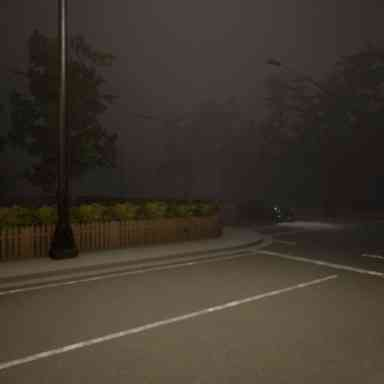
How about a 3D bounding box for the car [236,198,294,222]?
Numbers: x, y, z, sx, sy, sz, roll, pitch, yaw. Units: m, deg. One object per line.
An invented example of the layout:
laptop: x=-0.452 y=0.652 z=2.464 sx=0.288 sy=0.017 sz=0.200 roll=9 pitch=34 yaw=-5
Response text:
car: x=5.511 y=1.265 z=25.339 sx=2.097 sy=1.767 sz=4.553 roll=0 pitch=0 yaw=-36
